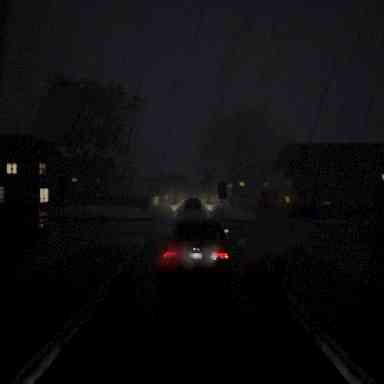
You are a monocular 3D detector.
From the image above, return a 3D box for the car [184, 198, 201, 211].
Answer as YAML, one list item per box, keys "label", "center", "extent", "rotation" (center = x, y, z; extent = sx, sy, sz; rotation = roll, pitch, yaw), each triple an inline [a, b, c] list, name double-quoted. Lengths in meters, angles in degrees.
- label: "car"
  center: [0.104, 1.450, 39.954]
  extent: [1.882, 1.535, 5.008]
  rotation: [0, 0, 0]

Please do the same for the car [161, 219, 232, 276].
- label: "car"
  center: [0.185, 1.533, 10.231]
  extent: [2.033, 1.411, 5.357]
  rotation: [0, 0, 2]
